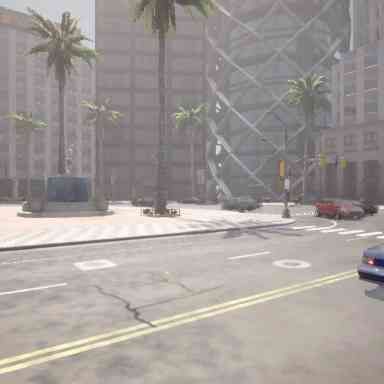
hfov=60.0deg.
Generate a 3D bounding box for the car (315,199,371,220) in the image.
[{"bbox_3d":[12.209,1.352,27.702,2.097,1.767,4.553,0,0,-9],"label":"car"}]

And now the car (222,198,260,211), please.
[{"bbox_3d":[5.581,1.563,40.095,1.994,1.385,4.181,0,0,-41],"label":"car"}]

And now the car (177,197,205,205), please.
[{"bbox_3d":[-0.214,1.601,58.473,4.718,1.301,1.895,0,0,27],"label":"car"}]

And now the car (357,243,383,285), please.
[{"bbox_3d":[6.233,1.547,8.220,5.357,1.411,2.033,0,0,-35],"label":"car"}]

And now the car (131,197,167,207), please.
[{"bbox_3d":[-6.627,1.601,49.649,4.718,1.301,1.895,0,0,21],"label":"car"}]

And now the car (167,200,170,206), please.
[{"bbox_3d":[-5.804,1.525,52.977,4.674,1.442,1.812,0,0,20],"label":"car"}]

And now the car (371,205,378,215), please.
[{"bbox_3d":[15.517,1.477,32.646,1.882,1.535,5.008,0,0,-36],"label":"car"}]

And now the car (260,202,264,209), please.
[{"bbox_3d":[7.084,1.492,43.682,2.128,1.511,4.902,0,0,-42],"label":"car"}]
